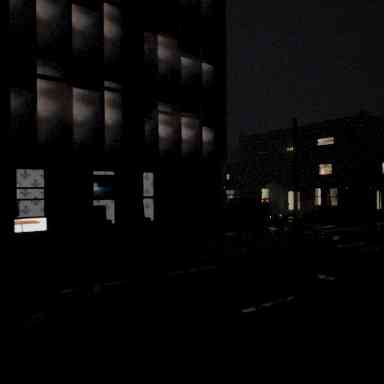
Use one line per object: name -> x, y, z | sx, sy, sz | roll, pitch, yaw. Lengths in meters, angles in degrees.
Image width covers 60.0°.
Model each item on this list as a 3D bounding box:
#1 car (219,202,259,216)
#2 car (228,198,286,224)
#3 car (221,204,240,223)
car -> 5.268, 1.918, 38.085 | 2.008, 1.369, 4.403 | -2, 0, -37
car -> 5.249, 1.524, 28.195 | 2.150, 2.045, 5.566 | -1, 0, -37
car -> 1.632, 1.933, 28.496 | 1.947, 1.339, 4.313 | -2, 0, -37
